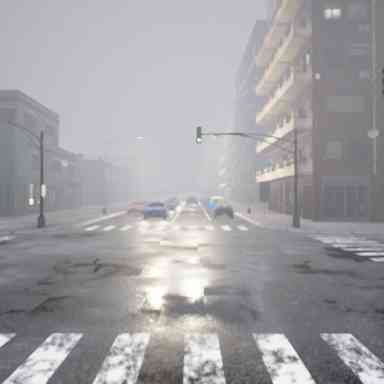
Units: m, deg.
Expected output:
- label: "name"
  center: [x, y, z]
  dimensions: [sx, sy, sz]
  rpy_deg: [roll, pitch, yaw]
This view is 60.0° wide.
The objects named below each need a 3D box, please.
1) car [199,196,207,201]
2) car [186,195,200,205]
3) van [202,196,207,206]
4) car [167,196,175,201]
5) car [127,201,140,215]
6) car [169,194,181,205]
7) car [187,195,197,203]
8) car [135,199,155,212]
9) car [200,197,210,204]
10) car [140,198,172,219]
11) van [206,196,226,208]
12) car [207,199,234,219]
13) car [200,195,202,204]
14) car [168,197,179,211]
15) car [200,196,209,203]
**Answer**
- label: "car"
  center: [2.708, 1.664, 85.346]
  dimensions: [1.887, 1.381, 4.507]
  rpy_deg: [1, 0, 0]
- label: "car"
  center: [0.004, 1.453, 59.410]
  dimensions: [2.097, 1.767, 4.553]
  rpy_deg: [0, 0, 0]
- label: "van"
  center: [2.708, 1.426, 46.281]
  dimensions: [1.690, 1.788, 3.998]
  rpy_deg: [1, 0, 0]
- label: "car"
  center: [-5.672, 1.688, 90.886]
  dimensions: [1.947, 1.339, 4.313]
  rpy_deg: [1, 0, 0]
- label: "car"
  center: [-5.677, 1.649, 35.083]
  dimensions: [1.802, 1.307, 4.206]
  rpy_deg: [1, 0, 0]
- label: "car"
  center: [-3.037, 1.602, 57.614]
  dimensions: [1.837, 1.490, 4.892]
  rpy_deg: [0, 0, 1]
- label: "car"
  center: [0.003, 1.468, 69.448]
  dimensions: [2.128, 1.511, 4.902]
  rpy_deg: [0, 0, 0]
- label: "car"
  center: [-5.676, 1.621, 40.664]
  dimensions: [1.887, 1.381, 4.507]
  rpy_deg: [1, 0, 0]
- label: "car"
  center: [2.706, 1.675, 68.604]
  dimensions: [1.947, 1.339, 4.313]
  rpy_deg: [1, 0, 0]
- label: "car"
  center: [-3.089, 1.536, 29.509]
  dimensions: [1.882, 1.535, 5.008]
  rpy_deg: [0, 0, 0]
- label: "van"
  center: [2.707, 1.409, 35.118]
  dimensions: [1.690, 1.788, 3.998]
  rpy_deg: [1, 0, 0]
- label: "car"
  center: [2.704, 1.609, 29.539]
  dimensions: [2.008, 1.369, 4.403]
  rpy_deg: [1, 0, 0]
- label: "car"
  center: [2.706, 1.624, 57.611]
  dimensions: [1.752, 1.417, 4.829]
  rpy_deg: [1, 0, 0]
- label: "car"
  center: [-3.080, 1.642, 42.096]
  dimensions: [1.994, 1.385, 4.181]
  rpy_deg: [0, 0, 0]
- label: "car"
  center: [2.707, 1.680, 74.184]
  dimensions: [1.947, 1.339, 4.313]
  rpy_deg: [1, 0, 0]
